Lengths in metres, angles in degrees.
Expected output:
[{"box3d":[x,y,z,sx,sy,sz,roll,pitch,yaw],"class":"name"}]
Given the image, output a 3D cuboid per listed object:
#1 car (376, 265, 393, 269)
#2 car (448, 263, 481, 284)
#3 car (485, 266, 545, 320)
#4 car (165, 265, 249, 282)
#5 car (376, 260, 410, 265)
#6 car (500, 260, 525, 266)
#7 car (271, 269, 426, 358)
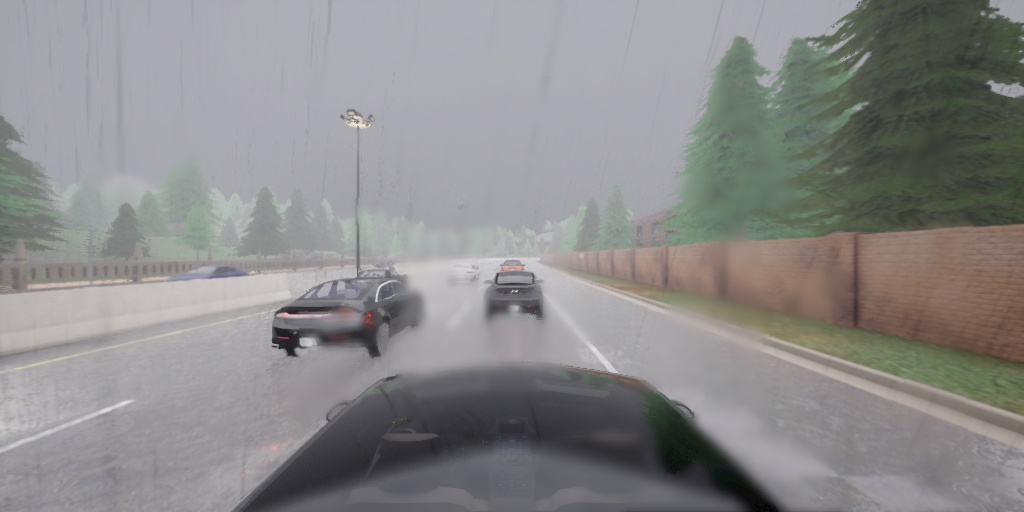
[{"box3d":[-6.925,1.350,19.032,1.895,1.301,4.718,0,0,0],"class":"car"},{"box3d":[-3.486,1.275,26.909,1.812,1.442,4.674,0,0,0],"class":"car"},{"box3d":[0.100,1.255,12.557,1.837,1.490,4.892,0,0,0],"class":"car"},{"box3d":[-17.611,1.275,20.982,1.812,1.442,4.674,0,0,0],"class":"car"},{"box3d":[-13.950,1.242,42.006,2.128,1.511,4.902,0,0,2],"class":"car"},{"box3d":[0.042,1.101,30.567,2.097,1.767,4.553,0,0,0],"class":"car"},{"box3d":[-3.400,1.241,8.454,2.128,1.511,4.902,0,0,0],"class":"car"}]
